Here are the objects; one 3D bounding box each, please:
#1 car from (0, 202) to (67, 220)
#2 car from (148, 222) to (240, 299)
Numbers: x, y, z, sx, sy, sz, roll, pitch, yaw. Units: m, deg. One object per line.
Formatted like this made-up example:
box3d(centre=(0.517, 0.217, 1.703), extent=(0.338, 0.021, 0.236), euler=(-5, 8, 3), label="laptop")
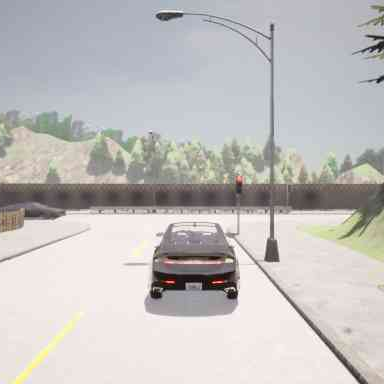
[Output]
box3d(centre=(-13.169, 1.547, 27.218), extent=(5.357, 1.411, 2.033), euler=(0, 0, 0), label="car")
box3d(centre=(0.067, 1.491, 8.427), extent=(2.128, 1.511, 4.902), euler=(0, 0, 1), label="car")
